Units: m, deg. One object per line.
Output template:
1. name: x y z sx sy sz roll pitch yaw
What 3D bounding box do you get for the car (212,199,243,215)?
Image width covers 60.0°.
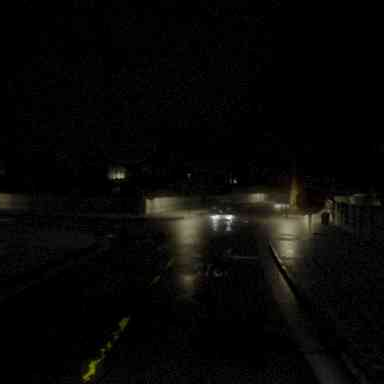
1. car: 3.502 1.355 31.704 2.033 1.411 5.357 0 0 21

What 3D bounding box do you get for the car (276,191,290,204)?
1. car: 15.314 0.813 53.641 2.150 2.045 5.566 0 1 32
